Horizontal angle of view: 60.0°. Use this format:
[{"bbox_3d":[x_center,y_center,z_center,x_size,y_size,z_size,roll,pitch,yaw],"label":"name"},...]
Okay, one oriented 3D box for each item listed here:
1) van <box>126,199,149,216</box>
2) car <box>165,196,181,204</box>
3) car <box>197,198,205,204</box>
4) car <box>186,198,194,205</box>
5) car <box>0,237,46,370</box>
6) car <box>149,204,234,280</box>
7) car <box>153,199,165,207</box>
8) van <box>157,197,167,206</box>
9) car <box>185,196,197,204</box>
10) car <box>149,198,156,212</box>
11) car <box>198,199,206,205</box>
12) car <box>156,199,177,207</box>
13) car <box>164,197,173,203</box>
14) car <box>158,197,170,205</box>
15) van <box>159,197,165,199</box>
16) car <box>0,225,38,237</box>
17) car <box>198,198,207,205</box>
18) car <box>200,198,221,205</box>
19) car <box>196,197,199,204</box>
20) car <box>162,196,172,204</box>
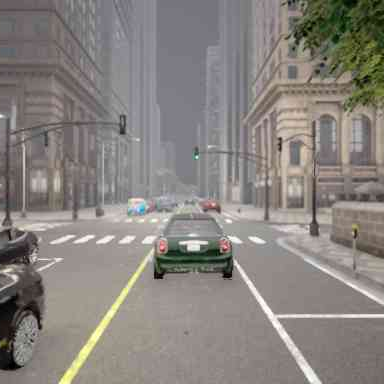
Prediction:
[{"bbox_3d":[-5.980,1.638,35.815,1.690,1.788,3.998,0,-1,0],"label":"van"},{"bbox_3d":[-3.426,1.983,58.576,1.882,1.535,5.008,0,-1,0],"label":"car"},{"bbox_3d":[2.239,2.295,84.838,1.887,1.381,4.507,0,-1,0],"label":"car"},{"bbox_3d":[-0.474,2.079,76.872,1.882,1.535,5.008,0,-1,0],"label":"car"},{"bbox_3d":[-3.068,1.516,2.962,2.128,1.511,4.902,0,0,0],"label":"car"},{"bbox_3d":[-0.042,1.434,10.448,2.097,1.767,4.553,0,-1,-2],"label":"car"},{"bbox_3d":[-6.150,2.092,63.017,1.887,1.381,4.507,0,-1,0],"label":"car"},{"bbox_3d":[-6.184,1.940,68.460,1.690,1.788,3.998,0,-1,0],"label":"van"},{"bbox_3d":[-0.412,1.934,66.840,2.097,1.767,4.553,0,-1,0],"label":"car"},{"bbox_3d":[-6.014,1.786,41.254,1.967,1.590,4.097,0,-1,0],"label":"car"},{"bbox_3d":[2.273,2.281,79.398,1.802,1.307,4.206,0,-1,0],"label":"car"},{"bbox_3d":[-3.349,1.899,41.979,2.033,1.411,5.357,0,-1,0],"label":"car"},{"bbox_3d":[-6.320,2.245,90.223,1.967,1.590,4.097,0,-1,0],"label":"car"},{"bbox_3d":[-6.218,1.964,73.901,2.192,1.841,5.009,0,-1,0],"label":"car"},{"bbox_3d":[-6.116,1.838,57.578,1.690,1.788,3.998,0,-1,0],"label":"van"},{"bbox_3d":[-5.814,1.640,9.157,1.947,1.339,4.313,0,0,0],"label":"car"},{"bbox_3d":[2.307,2.088,73.959,1.967,1.590,4.097,0,-1,0],"label":"car"},{"bbox_3d":[2.511,1.660,41.317,2.192,1.841,5.009,0,-1,0],"label":"car"},{"bbox_3d":[2.375,2.097,63.077,2.008,1.369,4.403,0,-1,0],"label":"car"},{"bbox_3d":[-6.285,2.067,84.783,2.192,1.841,5.009,0,-1,0],"label":"car"}]
